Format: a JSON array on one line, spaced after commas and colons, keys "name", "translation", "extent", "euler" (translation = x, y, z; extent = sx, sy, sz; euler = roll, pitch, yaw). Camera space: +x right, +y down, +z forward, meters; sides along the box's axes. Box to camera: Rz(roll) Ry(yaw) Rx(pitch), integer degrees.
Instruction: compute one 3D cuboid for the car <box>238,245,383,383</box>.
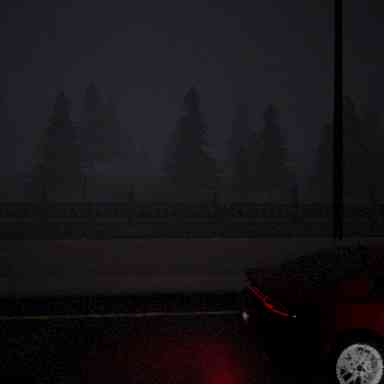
[{"name": "car", "translation": [3.183, 1.520, 4.688], "extent": [5.008, 1.535, 1.882], "euler": [1, 0, -5]}]
